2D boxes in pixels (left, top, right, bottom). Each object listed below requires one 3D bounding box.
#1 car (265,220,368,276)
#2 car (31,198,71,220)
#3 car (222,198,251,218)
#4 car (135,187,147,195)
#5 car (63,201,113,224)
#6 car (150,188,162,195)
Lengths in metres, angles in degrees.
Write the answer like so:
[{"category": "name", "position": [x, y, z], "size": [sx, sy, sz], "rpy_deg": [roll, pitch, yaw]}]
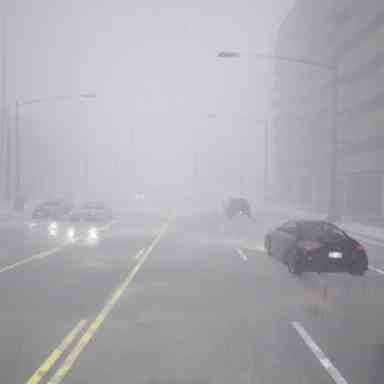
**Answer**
[{"category": "car", "position": [3.612, 1.551, 10.369], "size": [1.994, 1.385, 4.181], "rpy_deg": [0, 0, 0]}, {"category": "car", "position": [-10.550, 1.270, 25.673], "size": [1.837, 1.490, 4.892], "rpy_deg": [0, 1, 0]}, {"category": "car", "position": [3.648, 1.238, 27.358], "size": [1.837, 1.490, 4.892], "rpy_deg": [0, 1, 0]}, {"category": "car", "position": [-10.373, -0.236, 67.326], "size": [2.128, 1.511, 4.902], "rpy_deg": [0, 2, 0]}, {"category": "car", "position": [-7.057, 1.416, 23.493], "size": [1.895, 1.301, 4.718], "rpy_deg": [0, 1, 0]}, {"category": "car", "position": [-6.886, -0.093, 64.874], "size": [2.033, 1.411, 5.357], "rpy_deg": [0, 2, 0]}]
